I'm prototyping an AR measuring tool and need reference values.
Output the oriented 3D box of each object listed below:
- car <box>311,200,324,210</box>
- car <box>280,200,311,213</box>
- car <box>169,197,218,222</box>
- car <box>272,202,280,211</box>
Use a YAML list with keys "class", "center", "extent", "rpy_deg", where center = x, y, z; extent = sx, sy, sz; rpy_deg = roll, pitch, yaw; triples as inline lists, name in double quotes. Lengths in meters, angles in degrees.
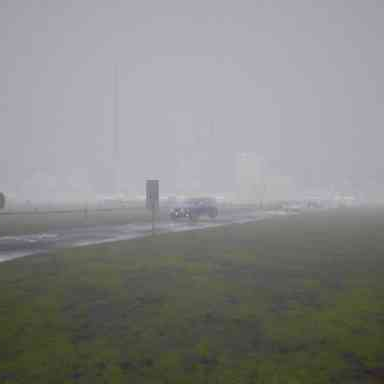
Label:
- class: "car"
  center: [19.339, 2.008, 52.370]
  extent: [1.837, 1.490, 4.892]
  rpy_deg: [-1, -1, 35]
- class: "car"
  center: [13.815, 2.017, 44.303]
  extent: [1.895, 1.301, 4.718]
  rpy_deg: [-1, -1, 35]
- class: "car"
  center: [0.293, 1.487, 29.850]
  extent: [2.150, 2.045, 5.566]
  rpy_deg: [-1, -1, 34]
- class: "car"
  center: [13.354, 2.075, 48.576]
  extent: [1.895, 1.301, 4.718]
  rpy_deg: [-1, -1, 35]
